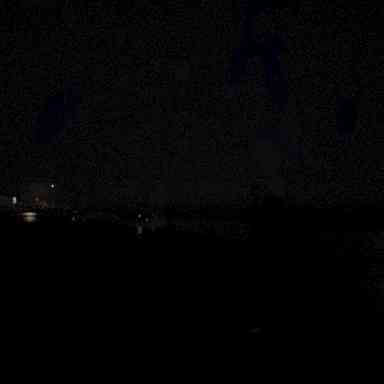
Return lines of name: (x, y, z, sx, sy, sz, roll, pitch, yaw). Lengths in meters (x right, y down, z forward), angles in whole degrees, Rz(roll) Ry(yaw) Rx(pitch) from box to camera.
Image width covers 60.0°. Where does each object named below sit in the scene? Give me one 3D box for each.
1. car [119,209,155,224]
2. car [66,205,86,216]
car: (-5.505, 2.335, 33.082, 1.895, 1.301, 4.718, -3, 0, -35)
car: (-17.618, 2.781, 50.348, 1.837, 1.490, 4.892, -3, 0, -35)
